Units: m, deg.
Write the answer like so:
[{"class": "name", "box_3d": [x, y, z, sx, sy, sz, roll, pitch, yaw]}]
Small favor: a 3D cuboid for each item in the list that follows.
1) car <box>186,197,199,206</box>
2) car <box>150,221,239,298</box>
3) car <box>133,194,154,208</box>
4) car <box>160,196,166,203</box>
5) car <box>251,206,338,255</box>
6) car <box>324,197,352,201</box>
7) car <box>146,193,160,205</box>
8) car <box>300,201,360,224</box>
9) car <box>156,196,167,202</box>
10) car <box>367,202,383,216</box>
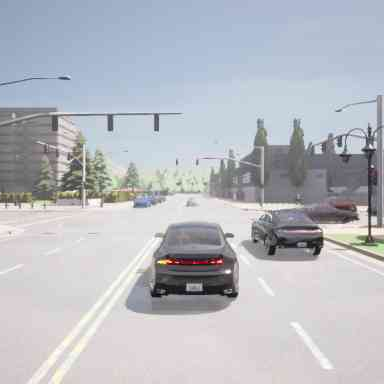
[{"class": "car", "box_3d": [0.106, 1.525, 56.494, 1.812, 1.442, 4.674, 0, 0, 0]}, {"class": "car", "box_3d": [0.061, 1.505, 8.530, 1.837, 1.490, 4.892, 0, 0, 0]}, {"class": "car", "box_3d": [-7.137, 1.477, 47.898, 1.882, 1.535, 5.008, 0, 0, 1]}, {"class": "car", "box_3d": [-7.024, 1.491, 67.194, 2.128, 1.511, 4.902, 0, 0, 0]}, {"class": "car", "box_3d": [3.582, 1.491, 13.210, 2.128, 1.511, 4.902, 0, 0, 0]}, {"class": "car", "box_3d": [14.643, 1.352, 34.743, 4.553, 1.767, 2.097, 0, 0, -1]}, {"class": "car", "box_3d": [-7.090, 1.477, 57.491, 1.882, 1.535, 5.008, 0, 0, 0]}, {"class": "car", "box_3d": [9.088, 1.547, 23.962, 5.357, 1.411, 2.033, 0, 0, 0]}, {"class": "car", "box_3d": [-7.010, 1.552, 76.924, 1.994, 1.385, 4.181, 0, 0, 0]}, {"class": "car", "box_3d": [19.083, 1.505, 31.293, 4.892, 1.490, 1.837, 0, 0, -1]}]
